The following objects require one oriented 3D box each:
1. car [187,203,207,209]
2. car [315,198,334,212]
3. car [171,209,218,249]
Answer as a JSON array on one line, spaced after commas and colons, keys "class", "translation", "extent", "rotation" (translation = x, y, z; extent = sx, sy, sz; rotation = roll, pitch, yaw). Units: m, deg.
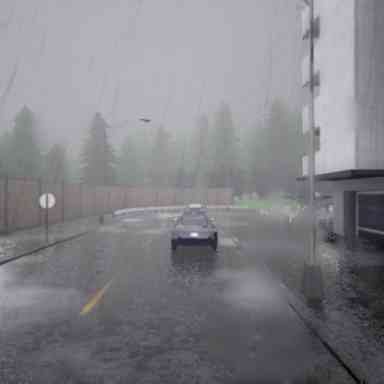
[{"class": "car", "translation": [0.439, 1.777, 31.892], "extent": [1.812, 1.442, 4.674], "rotation": [0, -1, 5]}, {"class": "car", "translation": [18.677, 1.562, 42.875], "extent": [5.566, 2.045, 2.150], "rotation": [0, 0, 0]}, {"class": "car", "translation": [0.097, 1.684, 15.260], "extent": [1.994, 1.385, 4.181], "rotation": [0, 0, 0]}]
